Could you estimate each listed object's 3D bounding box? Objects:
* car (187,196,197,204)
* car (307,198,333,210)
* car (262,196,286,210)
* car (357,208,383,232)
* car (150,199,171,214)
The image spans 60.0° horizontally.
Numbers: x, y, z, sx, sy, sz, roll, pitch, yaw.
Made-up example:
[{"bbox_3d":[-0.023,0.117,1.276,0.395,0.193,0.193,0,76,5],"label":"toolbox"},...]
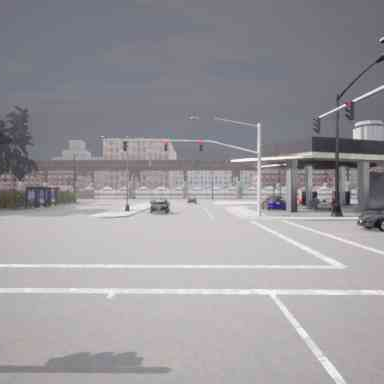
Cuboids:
[{"bbox_3d":[0.022,1.547,64.370,2.033,1.411,5.357,0,0,0],"label":"car"},{"bbox_3d":[15.469,1.456,40.452,1.970,1.475,3.806,0,0,0],"label":"car"},{"bbox_3d":[9.724,1.295,39.691,2.242,1.667,4.611,0,0,0],"label":"car"},{"bbox_3d":[12.297,1.505,19.528,4.892,1.490,1.837,0,0,-1],"label":"car"},{"bbox_3d":[-3.394,1.491,36.200,2.128,1.511,4.902,0,0,0],"label":"car"}]
